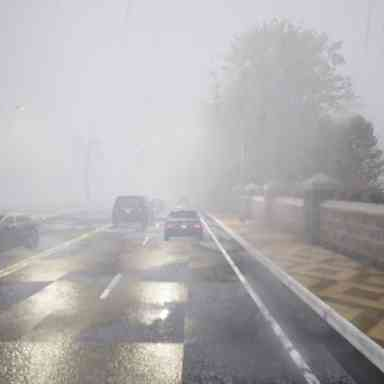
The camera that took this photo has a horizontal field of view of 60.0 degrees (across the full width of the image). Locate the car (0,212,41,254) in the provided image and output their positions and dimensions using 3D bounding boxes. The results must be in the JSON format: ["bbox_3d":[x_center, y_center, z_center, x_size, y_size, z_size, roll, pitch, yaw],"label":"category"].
[{"bbox_3d":[-6.984,1.462,11.506,2.128,1.511,4.902,0,0,-2],"label":"car"}]

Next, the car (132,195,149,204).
[{"bbox_3d":[-7.999,1.146,51.987,1.994,1.385,4.181,0,0,-2],"label":"car"}]

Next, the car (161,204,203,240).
[{"bbox_3d":[-0.433,1.549,16.953,2.033,1.411,5.357,0,0,-2],"label":"car"}]

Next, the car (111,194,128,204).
[{"bbox_3d":[-11.247,1.102,51.897,1.812,1.442,4.674,0,0,-2],"label":"car"}]

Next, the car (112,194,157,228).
[{"bbox_3d":[-3.827,1.209,22.127,2.150,2.045,5.566,0,0,-2],"label":"car"}]

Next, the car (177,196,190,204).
[{"bbox_3d":[-1.486,1.515,55.173,1.837,1.490,4.892,0,0,-2],"label":"car"}]

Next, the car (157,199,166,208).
[{"bbox_3d":[-4.381,1.538,42.224,2.033,1.411,5.357,0,0,-2],"label":"car"}]
